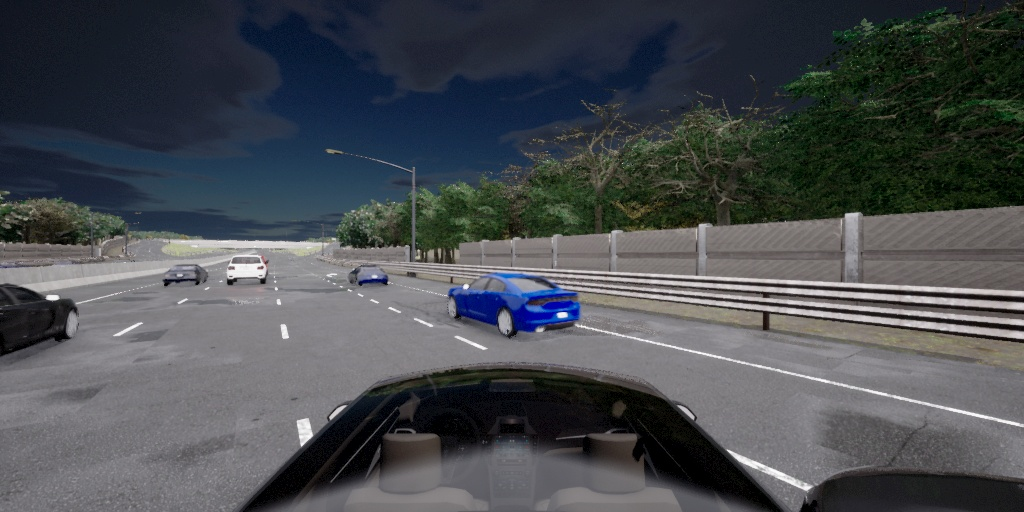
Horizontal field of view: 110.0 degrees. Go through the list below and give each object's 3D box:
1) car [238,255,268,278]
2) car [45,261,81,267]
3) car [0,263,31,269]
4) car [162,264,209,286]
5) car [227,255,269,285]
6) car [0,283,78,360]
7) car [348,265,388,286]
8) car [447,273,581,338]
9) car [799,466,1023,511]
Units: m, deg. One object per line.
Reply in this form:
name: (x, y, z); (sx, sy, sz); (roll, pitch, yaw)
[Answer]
car: (-25.264, 0.946, 35.153); (2.150, 2.045, 5.566); (0, 0, -34)
car: (-49.548, 1.267, 39.748); (1.994, 1.385, 4.181); (0, 0, -33)
car: (-51.432, 1.306, 36.253); (1.895, 1.301, 4.718); (0, 0, -33)
car: (-22.837, 1.281, 25.214); (2.033, 1.411, 5.357); (0, 0, -34)
car: (-19.274, 0.957, 26.201); (2.150, 2.045, 5.566); (0, 0, -34)
car: (-10.345, 1.225, 6.689); (1.882, 1.535, 5.008); (0, 0, -34)
car: (-10.100, 1.306, 25.095); (1.994, 1.385, 4.181); (0, 0, -34)
car: (-0.206, 1.227, 10.444); (1.882, 1.535, 5.008); (0, 0, -34)
car: (2.985, 1.315, 0.453); (4.181, 1.385, 1.994); (0, 0, 34)
